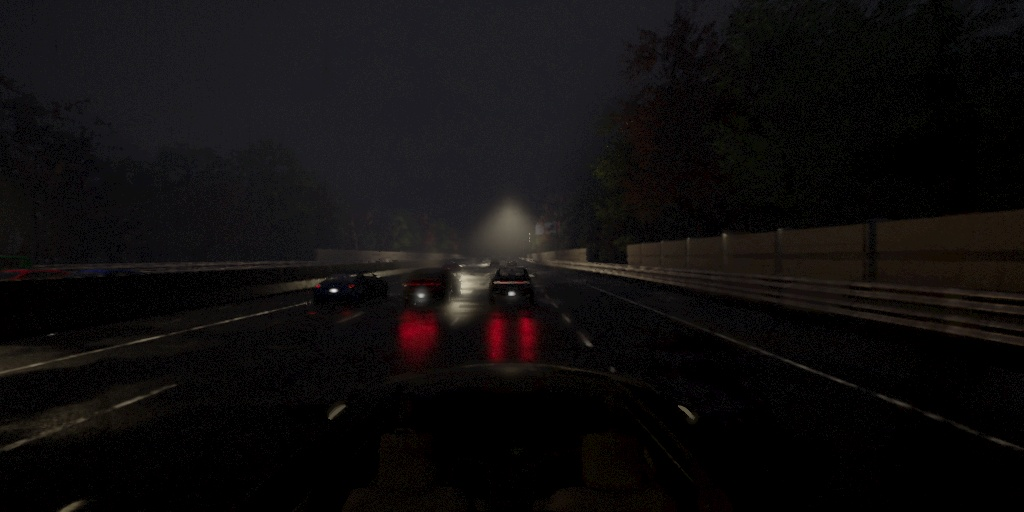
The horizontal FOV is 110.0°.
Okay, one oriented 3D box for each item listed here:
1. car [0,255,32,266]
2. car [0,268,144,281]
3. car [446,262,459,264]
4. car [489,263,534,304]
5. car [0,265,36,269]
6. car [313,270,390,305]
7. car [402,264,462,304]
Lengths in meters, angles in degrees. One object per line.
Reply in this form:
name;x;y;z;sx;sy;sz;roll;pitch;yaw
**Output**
car;-24.594;0.981;15.475;2.150;2.045;5.566;0;0;0
car;-17.594;1.286;15.233;1.812;1.442;4.674;0;0;0
car;-7.006;1.348;41.353;1.994;1.385;4.181;0;0;0
car;-0.006;1.254;16.407;2.128;1.511;4.902;0;0;0
car;-21.094;1.286;15.390;1.812;1.442;4.674;0;0;0
car;-7.002;1.326;16.094;1.994;1.385;4.181;0;0;0
car;-3.504;1.269;16.251;1.837;1.490;4.892;0;0;0
